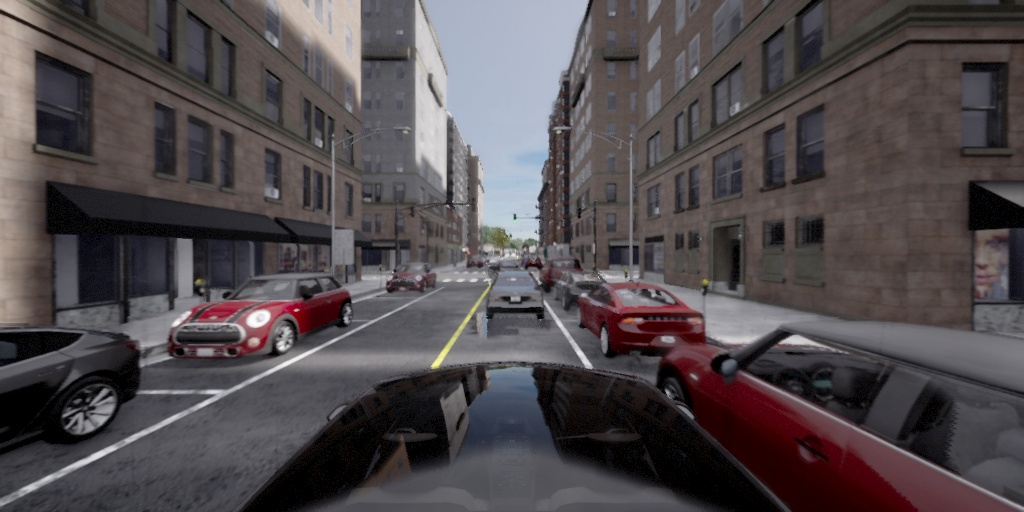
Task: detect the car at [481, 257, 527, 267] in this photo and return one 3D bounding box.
[{"bbox_3d":[-0.733,1.101,28.298,2.128,1.511,4.902,0,0,-15],"label":"car"}]

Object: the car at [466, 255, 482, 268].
[{"bbox_3d":[-5.416,0.796,52.217,2.192,1.841,5.009,0,0,0],"label":"car"}]

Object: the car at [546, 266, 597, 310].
[{"bbox_3d":[2.638,1.236,13.976,2.007,1.370,4.403,0,0,0],"label":"car"}]

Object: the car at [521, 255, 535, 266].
[{"bbox_3d":[2.703,0.826,46.714,2.192,1.841,5.009,0,0,0],"label":"car"}]

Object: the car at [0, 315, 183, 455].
[{"bbox_3d":[-5.387,1.311,2.612,1.948,1.339,4.313,0,0,0],"label":"car"}]

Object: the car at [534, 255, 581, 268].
[{"bbox_3d":[2.638,0.970,19.658,2.192,1.841,5.009,0,0,0],"label":"car"}]

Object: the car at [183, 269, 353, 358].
[{"bbox_3d":[-5.387,1.155,8.294,1.967,1.591,4.097,0,0,0],"label":"car"}]

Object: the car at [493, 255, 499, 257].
[{"bbox_3d":[-2.798,0.971,58.901,1.812,1.442,4.674,0,0,0],"label":"car"}]

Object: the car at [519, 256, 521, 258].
[{"bbox_3d":[2.690,0.737,63.225,2.192,1.841,5.009,0,0,0],"label":"car"}]

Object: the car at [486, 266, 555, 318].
[{"bbox_3d":[0.101,1.240,12.596,2.033,1.411,5.357,0,0,0],"label":"car"}]

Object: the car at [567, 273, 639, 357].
[{"bbox_3d":[2.638,1.261,8.294,1.888,1.381,4.507,0,0,0],"label":"car"}]

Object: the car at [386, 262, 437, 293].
[{"bbox_3d":[-5.387,1.095,19.658,1.967,1.591,4.097,0,0,0],"label":"car"}]

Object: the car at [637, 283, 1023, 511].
[{"bbox_3d":[2.638,1.185,2.612,1.967,1.591,4.097,0,0,0],"label":"car"}]
